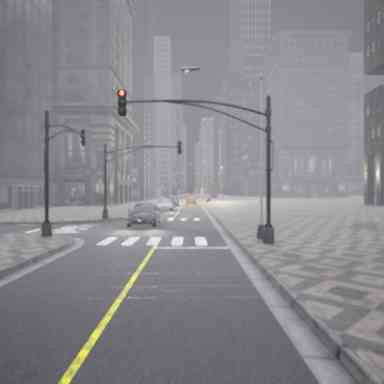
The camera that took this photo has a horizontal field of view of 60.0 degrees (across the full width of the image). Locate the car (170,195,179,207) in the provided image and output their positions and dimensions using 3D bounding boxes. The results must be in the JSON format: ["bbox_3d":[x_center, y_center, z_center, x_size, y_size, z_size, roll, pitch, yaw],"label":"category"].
[{"bbox_3d":[-3.153,1.333,52.107,2.097,1.767,4.553,0,0,0],"label":"car"}]

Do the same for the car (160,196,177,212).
[{"bbox_3d":[-3.167,1.507,39.179,1.812,1.442,4.674,0,0,0],"label":"car"}]

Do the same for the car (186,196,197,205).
[{"bbox_3d":[-0.104,1.460,59.320,1.882,1.535,5.008,0,0,0],"label":"car"}]

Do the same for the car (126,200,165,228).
[{"bbox_3d":[-3.143,1.500,22.285,1.837,1.490,4.892,0,-1,0],"label":"car"}]
